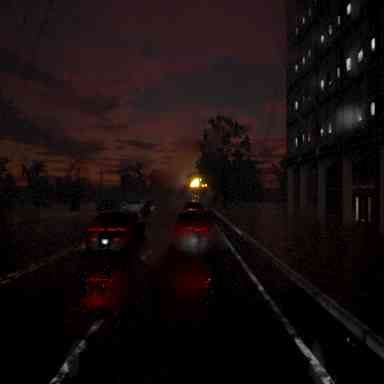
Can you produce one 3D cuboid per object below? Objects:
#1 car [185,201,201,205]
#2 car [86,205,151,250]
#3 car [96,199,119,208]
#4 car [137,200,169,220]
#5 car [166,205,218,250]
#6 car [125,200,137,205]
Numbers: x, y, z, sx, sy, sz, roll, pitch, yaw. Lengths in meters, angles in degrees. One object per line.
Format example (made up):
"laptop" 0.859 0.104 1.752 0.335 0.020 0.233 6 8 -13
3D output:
"car" 0.098 1.607 29.529 1.837 1.490 4.892 0 0 0
"car" -3.165 1.560 14.587 1.837 1.490 4.892 0 0 0
"car" -9.787 1.635 39.006 1.837 1.490 4.892 0 -1 0
"car" -3.155 1.453 29.258 2.097 1.767 4.553 0 0 0
"car" 0.085 1.561 14.622 1.837 1.490 4.892 0 0 0
"car" -6.543 1.651 37.962 1.812 1.442 4.674 0 0 0
